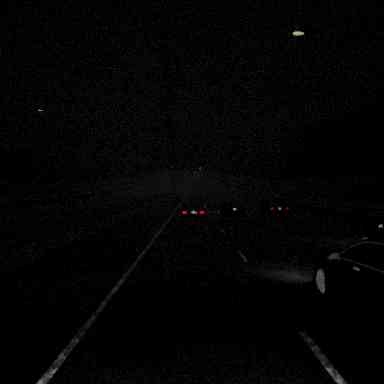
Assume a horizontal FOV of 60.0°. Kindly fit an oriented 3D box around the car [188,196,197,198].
[{"bbox_3d":[0.078,1.231,41.621,1.994,1.385,4.181,0,1,0],"label":"car"}]

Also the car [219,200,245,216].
[{"bbox_3d":[3.584,1.383,29.996,1.994,1.385,4.181,0,1,0],"label":"car"}]

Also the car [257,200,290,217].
[{"bbox_3d":[7.085,1.374,29.343,2.033,1.411,5.357,0,1,0],"label":"car"}]

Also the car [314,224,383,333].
[{"bbox_3d":[3.598,1.486,5.457,1.837,1.490,4.892,0,0,0],"label":"car"}]

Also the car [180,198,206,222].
[{"bbox_3d":[0.087,1.415,25.036,2.033,1.411,5.357,0,0,0],"label":"car"}]
